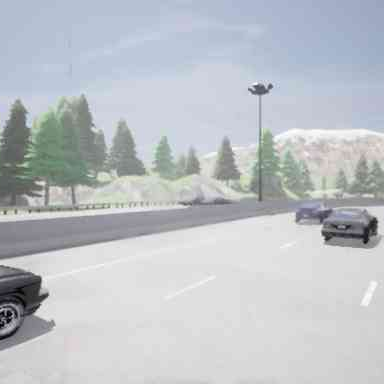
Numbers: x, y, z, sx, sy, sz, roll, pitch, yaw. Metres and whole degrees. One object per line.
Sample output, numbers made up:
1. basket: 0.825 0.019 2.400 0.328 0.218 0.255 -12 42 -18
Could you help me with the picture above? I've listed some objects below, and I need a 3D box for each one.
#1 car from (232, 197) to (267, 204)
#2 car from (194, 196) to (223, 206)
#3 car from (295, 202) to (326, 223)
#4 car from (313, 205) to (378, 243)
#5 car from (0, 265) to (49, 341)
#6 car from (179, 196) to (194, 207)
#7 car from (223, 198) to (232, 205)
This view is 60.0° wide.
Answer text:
1. car: 7.135 1.325 38.973 1.837 1.490 4.892 0 0 41
2. car: 3.093 1.338 44.991 2.033 1.411 5.357 0 0 42
3. car: 8.778 1.416 23.754 1.812 1.442 4.674 0 0 34
4. car: 7.545 1.474 15.703 2.033 1.411 5.357 0 0 34
5. car: -4.384 1.580 4.190 1.895 1.301 4.718 0 0 34
6. car: 0.485 1.327 47.319 2.033 1.411 5.357 0 0 42
7. car: 6.948 1.343 44.030 2.033 1.411 5.357 0 0 44
